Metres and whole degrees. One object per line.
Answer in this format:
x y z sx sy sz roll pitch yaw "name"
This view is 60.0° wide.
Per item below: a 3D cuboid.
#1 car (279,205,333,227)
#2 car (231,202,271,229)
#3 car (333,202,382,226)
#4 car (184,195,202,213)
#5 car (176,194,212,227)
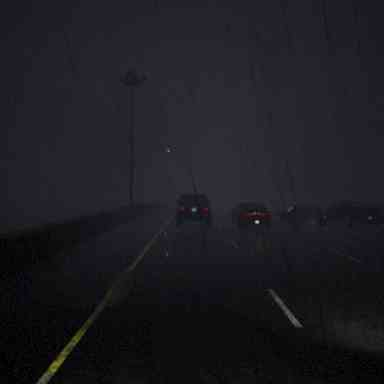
7.115 1.511 21.695 1.895 1.301 4.718 0 0 0 "car"
3.616 1.414 20.875 1.837 1.490 4.892 0 0 0 "car"
10.613 1.378 22.265 1.882 1.535 5.008 0 0 0 "car"
0.130 1.408 40.944 2.150 2.045 5.566 0 -1 0 "car"
0.117 1.134 21.903 2.150 2.045 5.566 0 0 0 "car"
